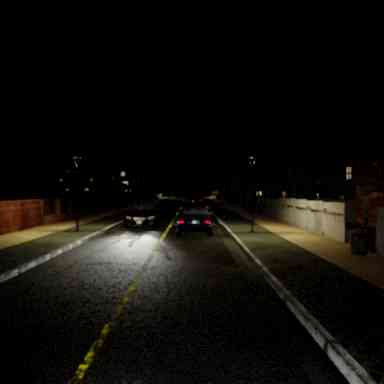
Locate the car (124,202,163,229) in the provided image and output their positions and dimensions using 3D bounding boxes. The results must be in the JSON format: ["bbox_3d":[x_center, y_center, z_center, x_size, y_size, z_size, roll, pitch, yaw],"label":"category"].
[{"bbox_3d":[-2.839,1.364,20.372,2.128,1.511,4.902,0,0,0],"label":"car"}]

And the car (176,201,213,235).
[{"bbox_3d":[0.107,1.436,17.900,2.033,1.411,5.357,0,0,0],"label":"car"}]

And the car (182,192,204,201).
[{"bbox_3d":[0.107,1.004,35.648,2.150,2.045,5.566,0,0,0],"label":"car"}]
